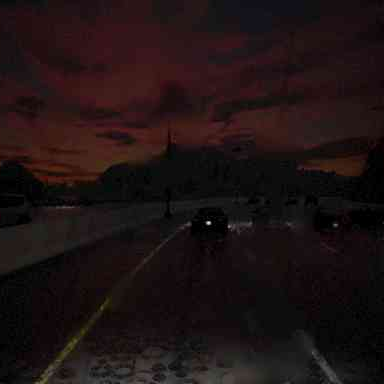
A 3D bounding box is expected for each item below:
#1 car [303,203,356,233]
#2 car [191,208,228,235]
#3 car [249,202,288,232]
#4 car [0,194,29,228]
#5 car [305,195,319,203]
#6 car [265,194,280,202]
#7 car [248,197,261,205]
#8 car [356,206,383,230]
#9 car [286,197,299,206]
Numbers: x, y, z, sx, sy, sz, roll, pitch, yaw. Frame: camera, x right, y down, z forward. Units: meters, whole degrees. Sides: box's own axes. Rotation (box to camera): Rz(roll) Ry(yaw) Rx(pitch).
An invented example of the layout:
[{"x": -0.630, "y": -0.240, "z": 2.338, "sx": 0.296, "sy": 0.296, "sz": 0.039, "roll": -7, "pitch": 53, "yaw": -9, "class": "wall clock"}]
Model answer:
[{"x": 8.264, "y": 1.651, "z": 20.753, "sx": 1.812, "sy": 1.442, "sz": 4.674, "roll": 1, "pitch": 0, "yaw": 7, "class": "car"}, {"x": 1.076, "y": 1.584, "z": 19.171, "sx": 1.994, "sy": 1.385, "sz": 4.181, "roll": 1, "pitch": 0, "yaw": 6, "class": "car"}, {"x": 4.753, "y": 1.600, "z": 20.801, "sx": 1.812, "sy": 1.442, "sz": 4.674, "roll": 1, "pitch": 0, "yaw": 7, "class": "car"}, {"x": -9.937, "y": 1.083, "z": 15.843, "sx": 2.150, "sy": 2.045, "sz": 5.566, "roll": 1, "pitch": 0, "yaw": 5, "class": "car"}, {"x": 22.499, "y": 1.564, "z": 62.575, "sx": 2.150, "sy": 2.045, "sz": 5.566, "roll": 0, "pitch": 0, "yaw": 23, "class": "car"}, {"x": 15.576, "y": 1.464, "z": 64.120, "sx": 2.150, "sy": 2.045, "sz": 5.566, "roll": 0, "pitch": 0, "yaw": 22, "class": "car"}, {"x": 12.085, "y": 1.697, "z": 64.525, "sx": 1.837, "sy": 1.490, "sz": 4.892, "roll": 0, "pitch": 0, "yaw": 22, "class": "car"}, {"x": 11.998, "y": 1.672, "z": 22.457, "sx": 2.128, "sy": 1.511, "sz": 4.902, "roll": 1, "pitch": 0, "yaw": 8, "class": "car"}, {"x": 19.149, "y": 1.772, "z": 63.363, "sx": 1.882, "sy": 1.535, "sz": 5.008, "roll": 0, "pitch": 0, "yaw": 22, "class": "car"}]
